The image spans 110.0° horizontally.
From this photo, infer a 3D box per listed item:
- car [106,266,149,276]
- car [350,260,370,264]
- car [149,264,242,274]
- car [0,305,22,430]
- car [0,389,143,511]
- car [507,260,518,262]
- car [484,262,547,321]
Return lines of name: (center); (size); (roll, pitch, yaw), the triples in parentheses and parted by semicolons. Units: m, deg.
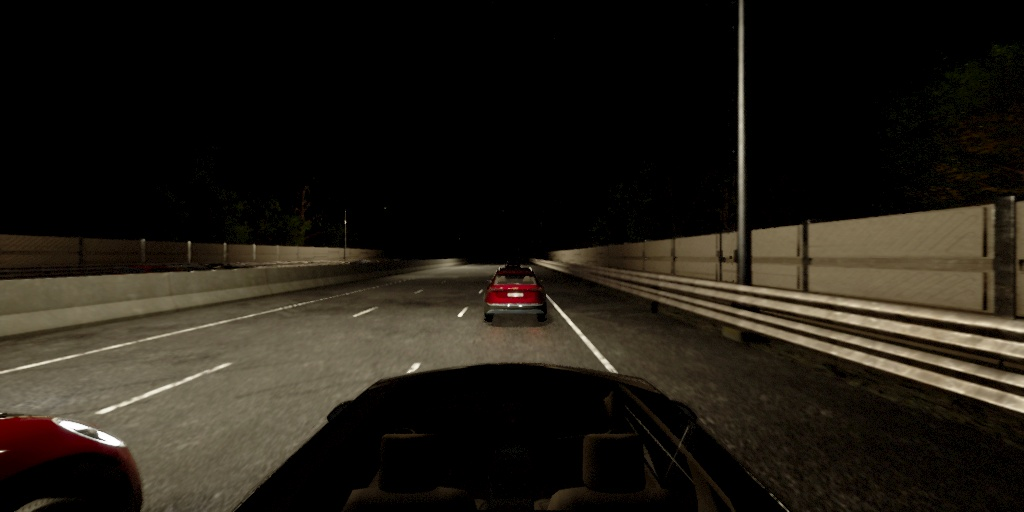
car: (-21.085, 1.278, 20.521); (1.812, 1.442, 4.674); (0, 0, 0)
car: (-24.493, 1.359, 57.769); (2.033, 1.411, 5.357); (0, 0, 0)
car: (-17.597, 1.257, 20.836); (1.837, 1.490, 4.892); (0, 0, 0)
car: (-6.902, 1.298, 1.624); (2.033, 1.411, 5.357); (0, 0, 0)
car: (-3.400, 1.101, 0.352); (2.097, 1.767, 4.553); (0, 0, 0)
car: (0.105, 1.259, 42.933); (1.837, 1.490, 4.892); (0, 0, 0)
car: (0.102, 1.181, 12.534); (2.033, 1.649, 4.856); (0, 0, 0)
